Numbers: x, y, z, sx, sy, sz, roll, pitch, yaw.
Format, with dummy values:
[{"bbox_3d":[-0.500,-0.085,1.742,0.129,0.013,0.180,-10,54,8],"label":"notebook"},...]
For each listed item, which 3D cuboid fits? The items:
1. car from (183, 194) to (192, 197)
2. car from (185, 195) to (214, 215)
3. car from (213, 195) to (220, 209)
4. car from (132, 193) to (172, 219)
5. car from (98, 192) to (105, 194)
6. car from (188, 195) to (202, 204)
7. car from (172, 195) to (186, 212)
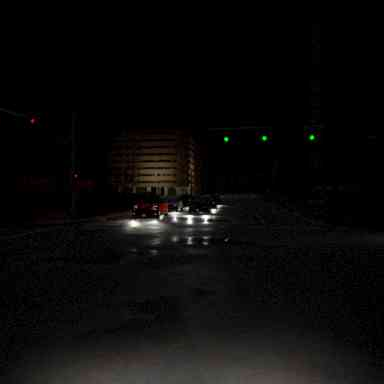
[{"bbox_3d":[-0.836,1.109,46.574,2.097,1.767,4.553,0,0,8],"label":"car"},{"bbox_3d":[0.822,1.353,32.429,1.812,1.442,4.674,0,0,8],"label":"car"},{"bbox_3d":[2.175,1.253,42.570,1.882,1.535,5.008,0,0,8],"label":"car"},{"bbox_3d":[-3.378,1.205,27.574,2.097,1.767,4.553,0,0,8],"label":"car"},{"bbox_3d":[-19.797,0.860,68.533,4.605,1.855,1.932,0,0,8],"label":"car"},{"bbox_3d":[0.524,1.231,56.677,1.812,1.442,4.674,0,0,7],"label":"car"},{"bbox_3d":[-2.182,1.333,36.486,1.812,1.442,4.674,0,0,8],"label":"car"}]
